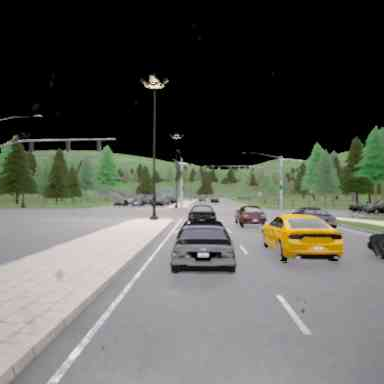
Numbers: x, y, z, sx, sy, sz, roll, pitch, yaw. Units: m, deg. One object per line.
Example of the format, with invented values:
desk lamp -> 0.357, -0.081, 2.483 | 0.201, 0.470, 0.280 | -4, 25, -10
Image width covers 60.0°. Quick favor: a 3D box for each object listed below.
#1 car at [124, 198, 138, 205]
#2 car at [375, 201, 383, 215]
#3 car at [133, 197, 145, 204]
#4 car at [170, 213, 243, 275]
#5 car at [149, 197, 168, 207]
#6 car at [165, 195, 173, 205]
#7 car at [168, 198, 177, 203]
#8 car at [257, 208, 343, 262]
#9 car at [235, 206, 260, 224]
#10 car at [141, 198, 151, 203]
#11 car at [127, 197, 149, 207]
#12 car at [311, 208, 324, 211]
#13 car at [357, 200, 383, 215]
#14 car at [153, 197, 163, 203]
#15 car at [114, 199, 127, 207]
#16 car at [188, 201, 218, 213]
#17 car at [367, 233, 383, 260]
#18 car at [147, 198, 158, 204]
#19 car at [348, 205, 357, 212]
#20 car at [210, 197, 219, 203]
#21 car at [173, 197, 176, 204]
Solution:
car -> -13.000, 2.081, 71.080 | 1.812, 1.442, 4.674 | 0, 0, 2
car -> 22.024, 1.887, 34.258 | 4.718, 1.301, 1.895 | 0, 0, 2
car -> -12.746, 1.982, 79.941 | 2.097, 1.767, 4.553 | 0, 0, 2
car -> 0.357, 1.634, 10.765 | 2.033, 1.411, 5.357 | 0, 0, 2
car -> -6.290, 2.094, 62.500 | 1.895, 1.301, 4.718 | 0, 0, 2
car -> -5.987, 1.919, 71.440 | 2.097, 1.767, 4.553 | 0, 0, 2
car -> -5.378, 2.262, 92.141 | 2.033, 1.411, 5.357 | 0, 0, 2
car -> 3.916, 1.581, 12.563 | 1.882, 1.535, 5.008 | 0, -1, 2
car -> 4.229, 1.721, 24.144 | 1.812, 1.442, 4.674 | 0, 0, 2
car -> -12.448, 2.248, 90.177 | 2.033, 1.411, 5.357 | 0, 0, 2
car -> -9.838, 1.973, 61.352 | 2.128, 1.511, 4.902 | 0, 0, 2
car -> 7.655, 1.725, 21.690 | 2.033, 1.411, 5.357 | 0, 0, 2
car -> 21.881, 1.666, 37.771 | 4.553, 1.767, 2.097 | 0, 0, 2
car -> -8.998, 2.222, 88.451 | 2.128, 1.511, 4.902 | 0, 0, 2
car -> -13.289, 2.052, 62.456 | 1.994, 1.385, 4.181 | 0, 0, 2
car -> 0.713, 1.664, 23.367 | 1.882, 1.535, 5.008 | 0, -1, 2
car -> 7.335, 1.631, 9.847 | 2.033, 1.411, 5.357 | 0, 0, 2
car -> -9.291, 2.169, 78.321 | 1.994, 1.385, 4.181 | 0, 0, 2
car -> 22.064, 1.942, 41.265 | 4.718, 1.301, 1.895 | 0, 0, 2
car -> 5.987, 2.178, 87.748 | 1.882, 1.535, 5.008 | 0, 0, 2
car -> -5.691, 1.871, 81.737 | 2.150, 2.045, 5.566 | 0, 0, 2
